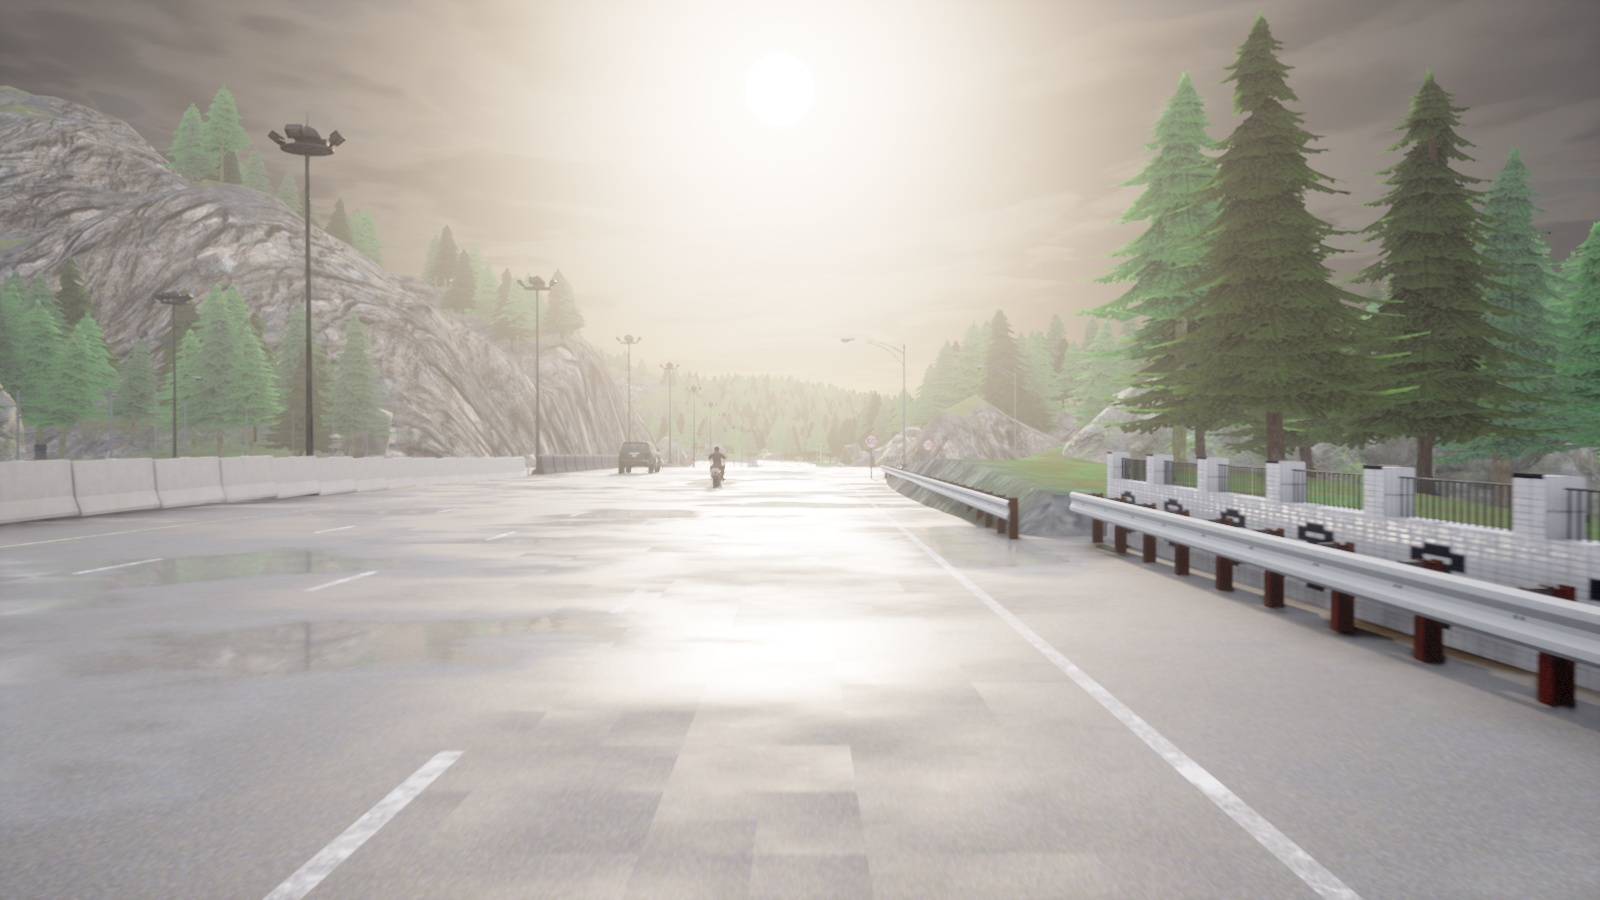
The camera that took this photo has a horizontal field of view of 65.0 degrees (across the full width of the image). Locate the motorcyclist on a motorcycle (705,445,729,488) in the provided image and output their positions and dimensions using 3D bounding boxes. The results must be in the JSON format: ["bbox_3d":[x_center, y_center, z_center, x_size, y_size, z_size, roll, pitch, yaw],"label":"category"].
[{"bbox_3d":[-3.223,0.647,49.124,0.766,1.649,2.350,0,0,0],"label":"motorcyclist on a motorcycle"}]

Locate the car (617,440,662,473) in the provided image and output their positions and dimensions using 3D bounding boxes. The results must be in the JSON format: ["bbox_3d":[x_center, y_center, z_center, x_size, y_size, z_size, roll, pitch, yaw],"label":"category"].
[{"bbox_3d":[-10.133,0.412,79.581,2.150,2.045,5.566,0,0,0],"label":"car"}]
